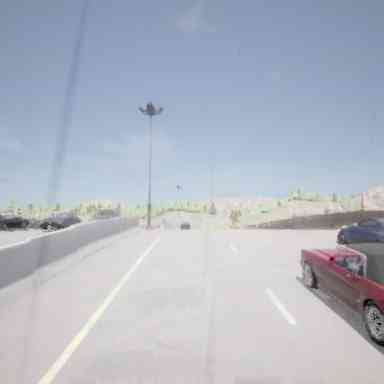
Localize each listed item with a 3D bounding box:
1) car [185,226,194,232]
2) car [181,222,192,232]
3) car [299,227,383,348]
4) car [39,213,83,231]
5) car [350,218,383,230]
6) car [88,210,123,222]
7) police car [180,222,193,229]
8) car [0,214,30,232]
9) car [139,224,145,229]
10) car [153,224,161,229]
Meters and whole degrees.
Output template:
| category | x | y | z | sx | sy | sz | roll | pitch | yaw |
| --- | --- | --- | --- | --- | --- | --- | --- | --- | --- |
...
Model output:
| category | x | y | z | sx | sy | sz | roll | pitch | yaw |
| --- | --- | --- | --- | --- | --- | --- | --- | --- | --- |
| car | -0.673 | 10.145 | 90.321 | 1.812 | 1.442 | 4.674 | 1 | -7 | -8 |
| car | -1.037 | 7.066 | 66.695 | 2.097 | 1.767 | 4.553 | 0 | -7 | 0 |
| car | 3.602 | 1.620 | 6.263 | 1.895 | 1.301 | 4.718 | 0 | 0 | 0 |
| car | -10.591 | 2.415 | 27.418 | 2.033 | 1.411 | 5.357 | 0 | -5 | 0 |
| car | 7.104 | 1.643 | 12.342 | 1.994 | 1.385 | 4.181 | 0 | -1 | 0 |
| car | -7.087 | 2.258 | 27.886 | 2.097 | 1.767 | 4.553 | 0 | -5 | 0 |
| police car | -1.038 | 5.872 | 56.907 | 1.930 | 1.638 | 5.238 | 0 | -7 | 0 |
| car | -14.093 | 2.262 | 24.839 | 1.895 | 1.301 | 4.718 | 0 | -4 | 0 |
| car | -10.486 | 7.361 | 68.226 | 1.882 | 1.535 | 5.008 | 0 | -7 | 0 |
| car | -6.986 | 7.406 | 68.639 | 1.882 | 1.535 | 5.008 | 0 | -7 | 0 |
